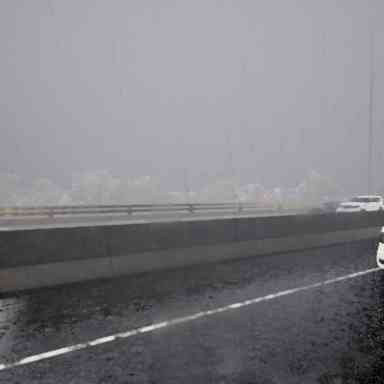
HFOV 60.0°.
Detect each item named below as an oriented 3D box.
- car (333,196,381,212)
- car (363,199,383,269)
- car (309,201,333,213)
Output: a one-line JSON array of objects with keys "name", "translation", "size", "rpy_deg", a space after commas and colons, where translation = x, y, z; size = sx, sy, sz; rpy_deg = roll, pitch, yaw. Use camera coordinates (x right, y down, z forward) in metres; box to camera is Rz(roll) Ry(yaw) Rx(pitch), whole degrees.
[{"name": "car", "translation": [16.675, 1.383, 32.658], "size": [5.566, 2.045, 2.150], "rpy_deg": [0, 0, -34]}, {"name": "car", "translation": [7.093, 1.270, 8.744], "size": [5.566, 2.045, 2.150], "rpy_deg": [0, 0, -35]}, {"name": "car", "translation": [14.934, 1.710, 35.710], "size": [5.357, 1.411, 2.033], "rpy_deg": [0, 0, -34]}]
